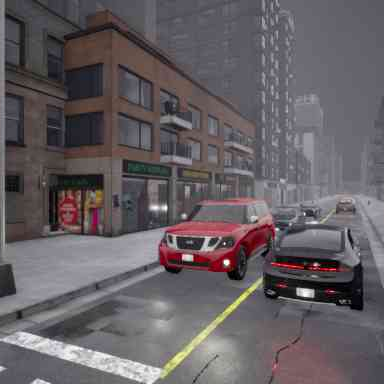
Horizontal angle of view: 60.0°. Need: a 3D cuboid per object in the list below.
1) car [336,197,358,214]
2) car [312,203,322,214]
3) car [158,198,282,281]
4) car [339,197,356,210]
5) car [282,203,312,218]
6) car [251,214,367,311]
[{"bbox_3d":[16.173,1.488,34.852,2.128,1.511,4.902,0,0,27],"label":"car"},{"bbox_3d":[10.118,1.613,29.005,1.895,1.301,4.718,0,0,26],"label":"car"},{"bbox_3d":[1.102,1.236,10.521,2.150,2.045,5.566,0,0,26],"label":"car"},{"bbox_3d":[20.699,1.468,44.248,1.882,1.535,5.008,0,0,26],"label":"car"},{"bbox_3d":[5.593,1.562,19.739,2.033,1.411,5.357,0,0,26],"label":"car"},{"bbox_3d":[3.034,1.507,7.974,1.837,1.490,4.892,0,0,26],"label":"car"}]
